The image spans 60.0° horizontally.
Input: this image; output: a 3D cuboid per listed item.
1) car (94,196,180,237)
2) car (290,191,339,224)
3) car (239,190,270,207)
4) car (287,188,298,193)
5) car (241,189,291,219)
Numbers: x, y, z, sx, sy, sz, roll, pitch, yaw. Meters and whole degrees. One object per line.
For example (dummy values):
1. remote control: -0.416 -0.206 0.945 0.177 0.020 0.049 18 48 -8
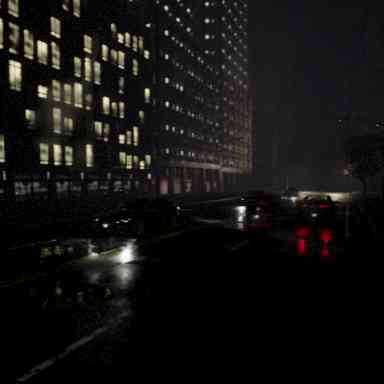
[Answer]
1. car: -2.216 0.978 14.671 1.837 1.490 4.892 1 1 25
2. car: 7.238 0.893 19.030 2.128 1.511 4.902 1 2 25
3. car: 6.184 0.553 32.530 1.837 1.490 4.892 1 2 25
4. car: 15.882 0.069 52.954 1.837 1.490 4.892 1 1 25
5. car: 4.969 0.798 21.846 1.882 1.535 5.008 1 2 25
